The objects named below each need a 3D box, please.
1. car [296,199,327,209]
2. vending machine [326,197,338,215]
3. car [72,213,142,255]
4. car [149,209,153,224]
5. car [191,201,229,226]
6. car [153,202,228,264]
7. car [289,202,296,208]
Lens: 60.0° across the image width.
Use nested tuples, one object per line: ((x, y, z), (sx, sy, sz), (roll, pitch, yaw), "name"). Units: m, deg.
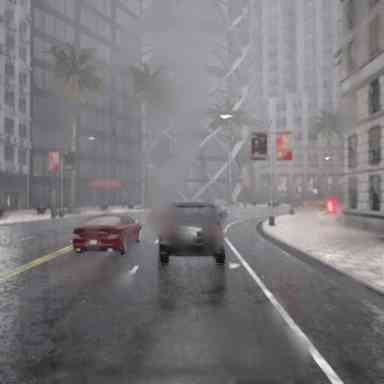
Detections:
((21.119, 2.005, 58.000), (4.553, 1.767, 2.097), (0, -1, -17), "car")
((16.399, 1.635, 39.015), (1.100, 2.100, 0.880), (-1, -1, 45), "vending machine")
((-3.411, 1.639, 14.220), (1.882, 1.535, 5.008), (0, 0, 2), "car")
((-1.843, 1.665, 27.831), (2.097, 1.767, 4.553), (0, -1, 16), "car")
((1.574, 1.657, 27.063), (2.097, 1.767, 4.553), (0, -1, 16), "car")
((0.028, 1.368, 12.564), (2.150, 2.045, 5.566), (0, 0, 1), "car")
((20.277, 2.196, 61.498), (4.892, 1.490, 1.837), (0, -1, -18), "car")
